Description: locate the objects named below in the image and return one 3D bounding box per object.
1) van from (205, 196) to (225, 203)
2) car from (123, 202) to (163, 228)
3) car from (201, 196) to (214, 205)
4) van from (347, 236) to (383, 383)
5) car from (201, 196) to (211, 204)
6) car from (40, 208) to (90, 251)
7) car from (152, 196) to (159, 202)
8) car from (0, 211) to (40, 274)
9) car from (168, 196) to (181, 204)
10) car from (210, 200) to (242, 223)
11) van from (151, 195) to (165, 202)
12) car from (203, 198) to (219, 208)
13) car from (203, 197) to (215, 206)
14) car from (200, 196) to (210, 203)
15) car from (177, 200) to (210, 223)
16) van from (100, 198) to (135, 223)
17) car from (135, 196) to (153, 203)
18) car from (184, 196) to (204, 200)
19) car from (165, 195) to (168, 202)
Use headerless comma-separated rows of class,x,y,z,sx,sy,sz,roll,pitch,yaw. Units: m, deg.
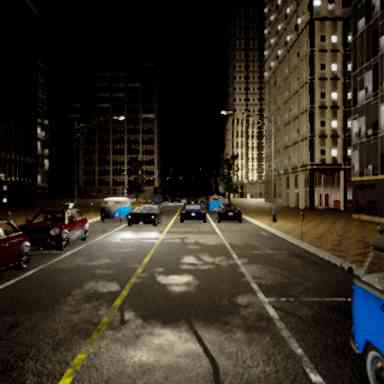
van,2.682,1.320,36.417,1.690,1.788,3.998,0,0,0
car,-3.106,1.594,22.492,1.895,1.301,4.718,0,0,0
car,2.677,1.496,59.090,2.008,1.369,4.403,0,0,0
van,2.690,1.341,2.404,1.690,1.788,3.998,0,0,0
car,2.675,1.459,64.931,1.752,1.417,4.829,0,0,0
car,-5.693,1.438,13.739,1.967,1.590,4.097,0,0,0
car,-5.700,1.522,42.082,2.008,1.369,4.403,0,0,0
car,-5.692,1.440,8.071,1.967,1.590,4.097,0,0,0
car,-3.041,1.464,62.985,1.812,1.442,4.674,0,0,1
car,2.684,1.557,25.080,1.947,1.339,4.313,0,0,0
van,-5.702,1.296,53.419,1.690,1.788,3.998,0,0,0
car,2.679,1.530,47.754,1.947,1.339,4.313,0,0,0
car,2.678,1.480,53.593,1.752,1.417,4.829,0,0,0
car,2.674,1.472,70.429,2.008,1.369,4.403,0,0,0
car,0.093,1.554,25.693,1.994,1.385,4.181,0,0,0
van,-5.696,1.332,25.077,1.690,1.788,3.998,0,0,0
car,-5.699,1.504,36.245,1.752,1.417,4.829,0,0,0
car,0.088,1.324,42.037,2.097,1.767,4.553,0,0,0
car,-5.706,1.361,70.425,1.967,1.590,4.097,0,0,0
